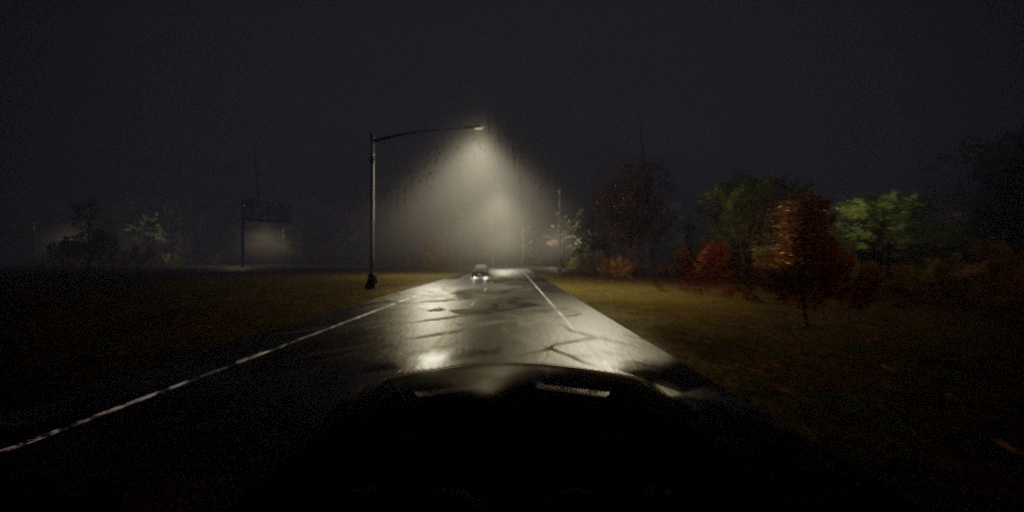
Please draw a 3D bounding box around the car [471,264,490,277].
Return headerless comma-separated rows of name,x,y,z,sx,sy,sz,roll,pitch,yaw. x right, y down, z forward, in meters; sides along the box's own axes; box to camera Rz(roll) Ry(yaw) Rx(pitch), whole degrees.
car,-3.576,1.640,41.922,2.033,1.411,5.357,0,0,0
